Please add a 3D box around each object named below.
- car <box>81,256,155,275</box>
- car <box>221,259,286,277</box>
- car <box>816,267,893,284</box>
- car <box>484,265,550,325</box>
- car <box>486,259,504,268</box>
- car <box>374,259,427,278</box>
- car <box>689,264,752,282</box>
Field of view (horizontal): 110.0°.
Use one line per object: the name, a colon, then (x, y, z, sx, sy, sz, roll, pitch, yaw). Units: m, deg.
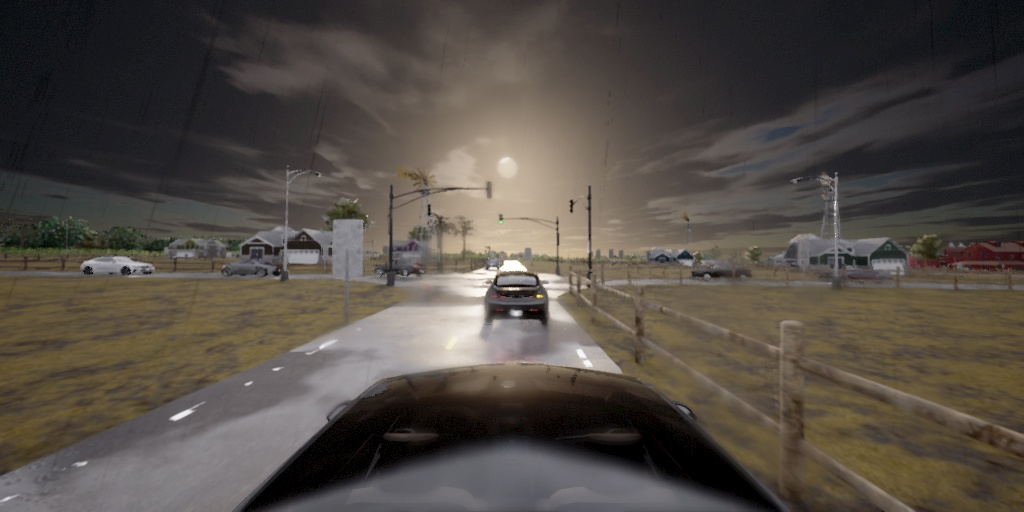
car: (-30.836, 0.759, 28.088, 4.674, 1.442, 1.812, 1, -1, 0)
car: (-20.117, 0.922, 28.037, 4.181, 1.385, 1.994, 1, -1, 0)
car: (30.041, 1.698, 31.499, 5.357, 1.411, 2.033, 1, -1, 0)
car: (0.168, 1.213, 11.682, 1.837, 1.490, 4.892, 0, 0, 1)
car: (-2.672, 1.111, 50.950, 2.128, 1.511, 4.902, 0, 0, 1)
car: (-9.611, 1.043, 30.736, 4.892, 1.490, 1.837, 0, -3, 25)
car: (18.236, 1.431, 31.542, 5.008, 1.535, 1.882, 1, -1, 0)
